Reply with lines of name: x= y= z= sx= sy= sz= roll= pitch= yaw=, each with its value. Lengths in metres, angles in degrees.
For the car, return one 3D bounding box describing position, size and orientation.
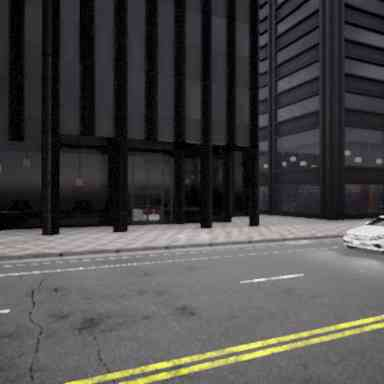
car: x=8.384 y=1.665 z=13.631 sx=4.674 sy=1.442 sz=1.812 roll=0 pitch=0 yaw=-24
